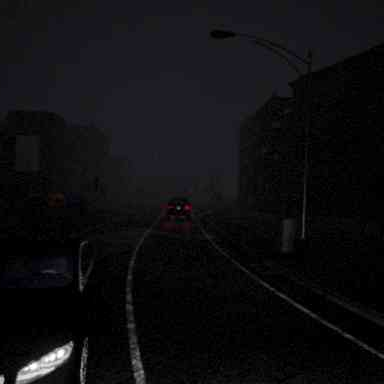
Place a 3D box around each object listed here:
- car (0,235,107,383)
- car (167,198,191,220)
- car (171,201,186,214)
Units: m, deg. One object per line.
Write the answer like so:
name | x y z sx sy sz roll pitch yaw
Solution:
car | -2.329 1.469 4.915 2.128 1.511 4.902 2 -1 -11
car | -1.282 1.562 32.207 2.150 2.045 5.566 2 -1 -2
car | -1.759 1.985 43.526 1.812 1.442 4.674 2 -1 -2
